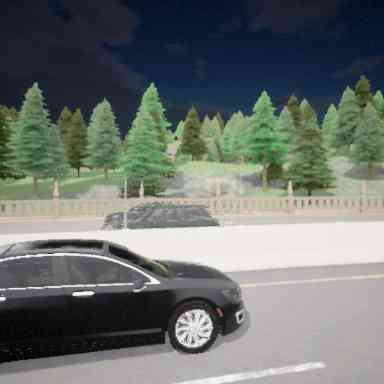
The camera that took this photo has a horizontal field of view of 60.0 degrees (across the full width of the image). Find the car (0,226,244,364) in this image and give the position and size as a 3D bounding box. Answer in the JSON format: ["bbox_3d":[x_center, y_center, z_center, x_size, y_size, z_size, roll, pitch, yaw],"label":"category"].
[{"bbox_3d":[-1.632,1.481,4.973,4.892,1.490,1.837,-1,0,-15],"label":"car"}]

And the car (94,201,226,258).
[{"bbox_3d":[-1.245,1.270,12.466,4.553,1.767,2.097,-1,1,-13],"label":"car"}]
